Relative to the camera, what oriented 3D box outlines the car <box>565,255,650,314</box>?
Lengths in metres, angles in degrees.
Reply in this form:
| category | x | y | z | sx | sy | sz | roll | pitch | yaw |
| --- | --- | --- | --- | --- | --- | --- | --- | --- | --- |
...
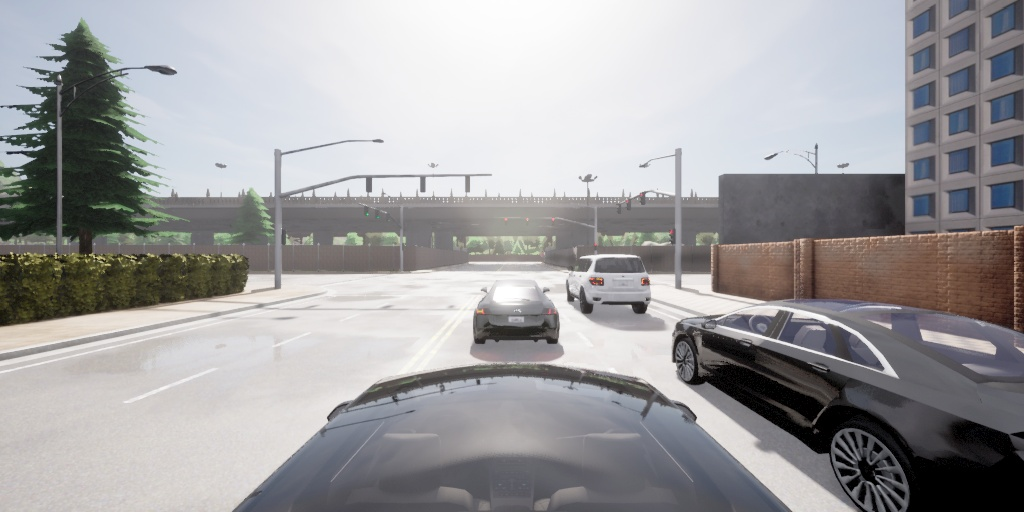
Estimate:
| category | x | y | z | sx | sy | sz | roll | pitch | yaw |
| --- | --- | --- | --- | --- | --- | --- | --- | --- | --- |
| car | 3.488 | 0.971 | 13.931 | 2.150 | 2.045 | 5.566 | 0 | 0 | 0 |

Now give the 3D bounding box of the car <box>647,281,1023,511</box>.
| category | x | y | z | sx | sy | sz | roll | pitch | yaw |
| --- | --- | --- | --- | --- | --- | --- | --- | --- | --- |
| car | 3.595 | 1.242 | 4.126 | 2.128 | 1.511 | 4.902 | 0 | 0 | 0 |

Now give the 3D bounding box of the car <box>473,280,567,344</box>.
| category | x | y | z | sx | sy | sz | roll | pitch | yaw |
| --- | --- | --- | --- | --- | --- | --- | --- | --- | --- |
| car | 0.092 | 1.314 | 9.586 | 1.994 | 1.385 | 4.181 | 0 | 0 | 0 |
